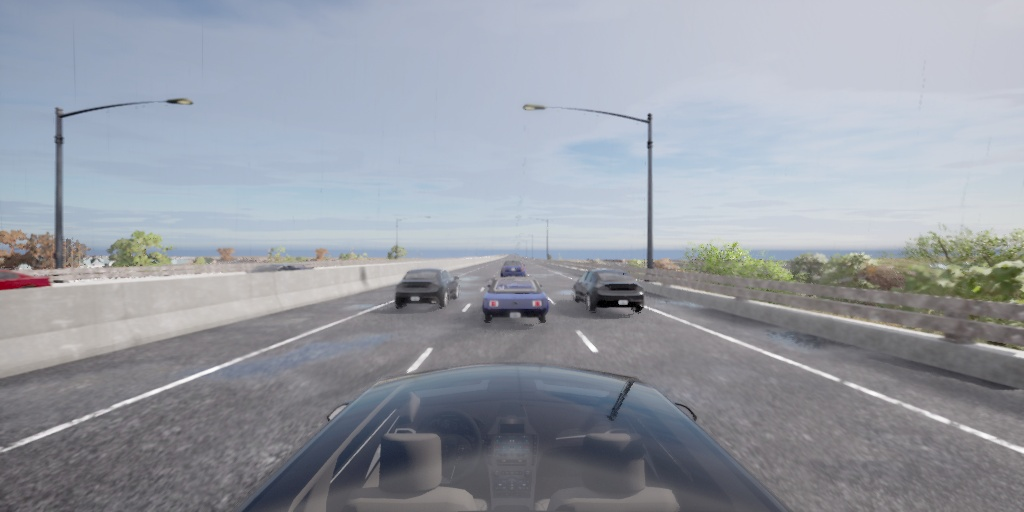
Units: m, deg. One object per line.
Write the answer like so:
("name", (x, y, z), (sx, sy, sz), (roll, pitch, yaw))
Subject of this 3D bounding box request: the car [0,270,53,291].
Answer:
("car", (-21.101, 1.229, 13.557), (1.882, 1.535, 5.008), (0, 0, 0))

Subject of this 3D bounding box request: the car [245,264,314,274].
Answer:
("car", (-14.098, 1.257, 21.117), (1.837, 1.490, 4.892), (0, 0, 0))

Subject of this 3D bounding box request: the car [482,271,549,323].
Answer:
("car", (0.098, 1.352, 12.154), (1.895, 1.301, 4.718), (0, 0, 0))

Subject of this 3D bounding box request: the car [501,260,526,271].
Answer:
("car", (0.094, 1.104, 31.085), (2.097, 1.767, 4.553), (0, 0, 0))

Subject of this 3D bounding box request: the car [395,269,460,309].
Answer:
("car", (-3.403, 1.256, 15.024), (1.837, 1.490, 4.892), (0, 0, 0))

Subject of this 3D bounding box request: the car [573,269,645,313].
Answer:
("car", (3.598, 1.257, 14.024), (1.837, 1.490, 4.892), (0, 0, 0))
